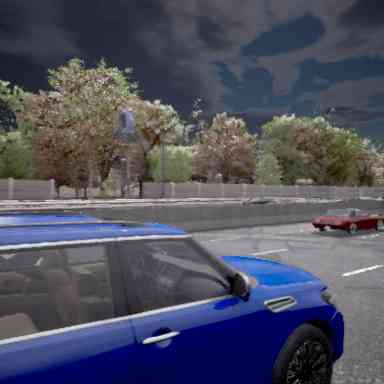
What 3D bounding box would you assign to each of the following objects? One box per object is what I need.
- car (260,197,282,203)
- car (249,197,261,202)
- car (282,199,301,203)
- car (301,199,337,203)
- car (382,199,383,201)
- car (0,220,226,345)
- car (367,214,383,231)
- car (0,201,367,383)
[{"bbox_3d":[11.106,1.553,41.985,4.181,1.385,1.994,0,0,-35],"label":"car"},{"bbox_3d":[8.962,1.466,44.755,5.008,1.535,1.882,0,0,-35],"label":"car"},{"bbox_3d":[13.182,1.515,39.169,4.674,1.442,1.812,0,0,-35],"label":"car"},{"bbox_3d":[14.218,1.514,35.617,4.674,1.442,1.812,0,0,-35],"label":"car"},{"bbox_3d":[40.078,1.559,66.854,4.181,1.385,1.994,0,0,-36],"label":"car"},{"bbox_3d":[-1.756,1.503,6.793,4.892,1.490,1.837,0,0,-35],"label":"car"},{"bbox_3d":[8.917,1.587,18.704,4.718,1.301,1.895,0,0,-36],"label":"car"},{"bbox_3d":[-0.897,1.220,3.108,5.566,2.045,2.150,0,0,-36],"label":"car"}]
